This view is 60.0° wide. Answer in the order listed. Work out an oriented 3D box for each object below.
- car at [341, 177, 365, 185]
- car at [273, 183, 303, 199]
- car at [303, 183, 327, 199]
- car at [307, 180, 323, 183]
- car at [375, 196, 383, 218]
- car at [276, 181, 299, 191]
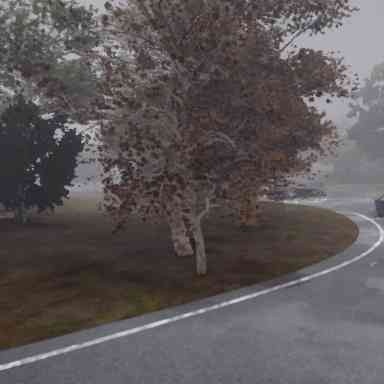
[{"bbox_3d":[31.412,-2.201,65.069,4.181,1.385,1.994,-3,2,1],"label":"car"},{"bbox_3d":[10.542,0.104,39.100,2.128,1.511,4.902,-4,3,-11],"label":"car"},{"bbox_3d":[13.858,-0.015,39.050,1.994,1.385,4.181,-4,3,-13],"label":"car"},{"bbox_3d":[21.451,-1.349,58.861,4.181,1.385,1.994,-5,3,-29],"label":"car"},{"bbox_3d":[11.937,0.851,18.962,1.882,1.535,5.008,-3,2,16],"label":"car"},{"bbox_3d":[17.125,-1.094,59.530,4.181,1.385,1.994,-6,3,-39],"label":"car"}]
